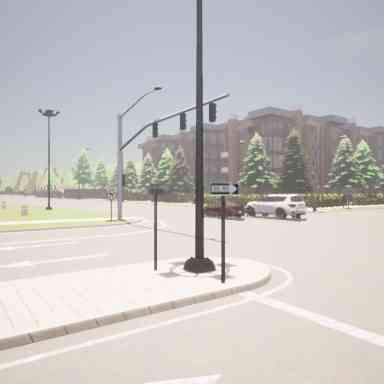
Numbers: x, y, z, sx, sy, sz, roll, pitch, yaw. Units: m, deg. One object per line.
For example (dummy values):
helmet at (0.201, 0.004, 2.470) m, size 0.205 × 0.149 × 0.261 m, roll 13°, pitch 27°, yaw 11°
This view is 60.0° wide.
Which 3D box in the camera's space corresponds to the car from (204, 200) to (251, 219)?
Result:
car at (2.435, 1.477, 28.913) m, size 1.882 × 1.535 × 5.008 m, roll 0°, pitch 0°, yaw -36°

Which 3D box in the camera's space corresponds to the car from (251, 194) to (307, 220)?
car at (7.061, 1.221, 28.496) m, size 2.150 × 2.045 × 5.566 m, roll 0°, pitch 0°, yaw -36°
